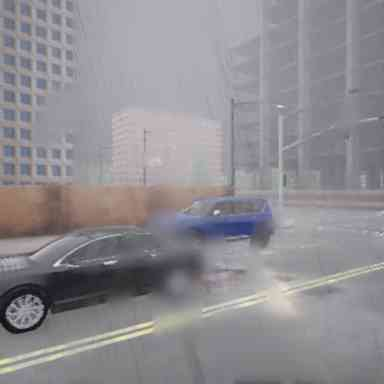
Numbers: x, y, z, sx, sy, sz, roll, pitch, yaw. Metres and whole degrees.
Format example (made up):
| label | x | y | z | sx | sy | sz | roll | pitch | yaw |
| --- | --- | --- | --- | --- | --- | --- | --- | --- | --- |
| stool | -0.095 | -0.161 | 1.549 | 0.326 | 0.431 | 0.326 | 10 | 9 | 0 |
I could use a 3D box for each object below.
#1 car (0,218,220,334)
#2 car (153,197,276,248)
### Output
| label | x | y | z | sx | sy | sz | roll | pitch | yaw |
| --- | --- | --- | --- | --- | --- | --- | --- | --- | --- |
| car | -1.955 | 1.504 | 6.855 | 4.892 | 1.490 | 1.837 | 0 | 0 | -35 |
| car | 0.917 | 1.217 | 13.138 | 5.566 | 2.045 | 2.150 | 0 | 0 | -35 |
